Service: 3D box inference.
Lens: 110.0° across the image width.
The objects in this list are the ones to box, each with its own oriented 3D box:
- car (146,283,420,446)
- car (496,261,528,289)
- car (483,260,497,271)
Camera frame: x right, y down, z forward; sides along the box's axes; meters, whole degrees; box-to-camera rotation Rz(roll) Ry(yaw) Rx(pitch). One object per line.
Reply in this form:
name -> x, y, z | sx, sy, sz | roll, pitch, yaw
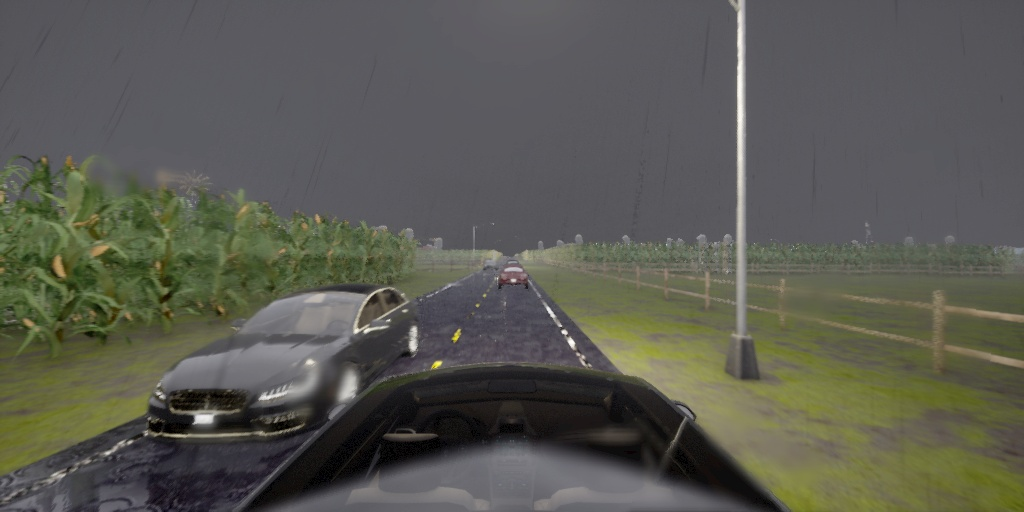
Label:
car -> -2.851, 1.254, 5.750 | 1.837, 1.490, 4.892 | 0, 0, 0
car -> 0.089, 1.270, 23.248 | 1.812, 1.442, 4.674 | 0, 0, 0
car -> -2.841, 1.233, 48.609 | 1.837, 1.490, 4.892 | 0, 0, 0
